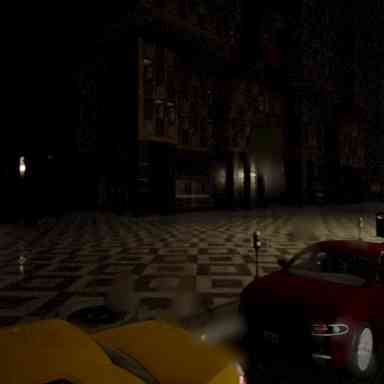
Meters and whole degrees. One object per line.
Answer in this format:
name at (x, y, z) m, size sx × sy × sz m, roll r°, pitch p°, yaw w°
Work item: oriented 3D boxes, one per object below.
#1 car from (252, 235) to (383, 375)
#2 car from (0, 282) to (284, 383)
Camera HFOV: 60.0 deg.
car at (2.606, 1.544, 5.672) m, size 4.507 × 1.381 × 1.887 m, roll 0°, pitch 0°, yaw -43°
car at (-1.638, 1.526, 1.650) m, size 4.829 × 1.417 × 1.752 m, roll 0°, pitch 0°, yaw -43°
